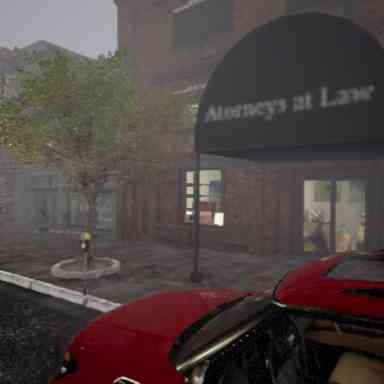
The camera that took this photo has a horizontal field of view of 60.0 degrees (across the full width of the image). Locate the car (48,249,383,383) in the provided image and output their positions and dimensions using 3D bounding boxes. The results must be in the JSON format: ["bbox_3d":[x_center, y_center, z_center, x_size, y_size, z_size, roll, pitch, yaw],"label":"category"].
[{"bbox_3d":[1.251,1.315,1.963,5.009,1.841,2.192,0,1,36],"label":"car"}]
